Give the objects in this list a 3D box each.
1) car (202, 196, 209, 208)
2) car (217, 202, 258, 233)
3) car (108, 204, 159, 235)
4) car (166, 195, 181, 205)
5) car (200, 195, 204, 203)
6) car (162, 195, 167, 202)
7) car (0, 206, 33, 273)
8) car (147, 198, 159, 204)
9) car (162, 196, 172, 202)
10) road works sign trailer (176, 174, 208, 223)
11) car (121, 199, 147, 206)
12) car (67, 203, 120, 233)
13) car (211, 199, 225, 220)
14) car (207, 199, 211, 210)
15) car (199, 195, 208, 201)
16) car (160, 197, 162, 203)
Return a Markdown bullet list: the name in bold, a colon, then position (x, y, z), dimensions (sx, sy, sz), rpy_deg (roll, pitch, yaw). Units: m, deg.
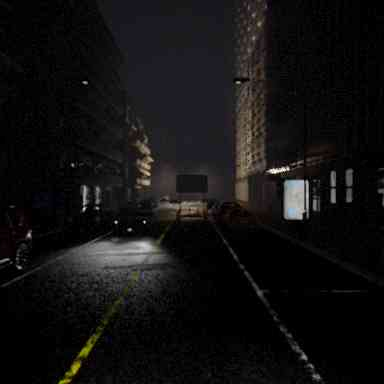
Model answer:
- **car**: position (2.692, 1.538, 41.803), dimensions (1.947, 1.339, 4.313), rpy_deg (0, 0, 0)
- **car**: position (2.690, 1.510, 19.379), dimensions (1.752, 1.417, 4.829), rpy_deg (0, 0, 0)
- **car**: position (-3.101, 1.586, 18.873), dimensions (1.895, 1.301, 4.718), rpy_deg (0, 0, 0)
- **car**: position (-3.035, 1.569, 60.319), dimensions (1.895, 1.301, 4.718), rpy_deg (0, 0, 1)
- **car**: position (2.693, 1.512, 70.045), dimensions (1.887, 1.381, 4.507), rpy_deg (0, 0, 0)
- **car**: position (-5.688, 1.408, 70.046), dimensions (1.967, 1.590, 4.097), rpy_deg (0, 0, 0)
- **car**: position (-5.691, 1.309, 7.912), dimensions (2.192, 1.841, 5.009), rpy_deg (0, 0, 0)
- **car**: position (-5.689, 1.538, 41.803), dimensions (1.947, 1.339, 4.313), rpy_deg (0, 0, 0)
- **car**: position (-5.688, 1.549, 75.695), dimensions (1.802, 1.307, 4.206), rpy_deg (0, 0, 0)
- **road works sign trailer**: position (0.001, 0.445, 25.015), dimensions (2.380, 3.560, 2.880), rpy_deg (0, 0, 0)
- **car**: position (-5.690, 1.528, 30.506), dimensions (2.008, 1.369, 4.403), rpy_deg (0, 0, 0)
- **car**: position (-5.690, 1.425, 19.210), dimensions (1.967, 1.590, 4.097), rpy_deg (0, 0, 0)
- **car**: position (2.691, 1.421, 24.857), dimensions (1.967, 1.590, 4.097), rpy_deg (0, 0, 0)
- **car**: position (2.691, 1.528, 30.506), dimensions (2.008, 1.369, 4.403), rpy_deg (0, 0, 0)
- **car**: position (2.693, 1.519, 81.343), dimensions (2.008, 1.369, 4.403), rpy_deg (0, 0, 0)
- **car**: position (-5.689, 1.495, 47.282), dimensions (1.752, 1.417, 4.829), rpy_deg (0, 0, 0)
